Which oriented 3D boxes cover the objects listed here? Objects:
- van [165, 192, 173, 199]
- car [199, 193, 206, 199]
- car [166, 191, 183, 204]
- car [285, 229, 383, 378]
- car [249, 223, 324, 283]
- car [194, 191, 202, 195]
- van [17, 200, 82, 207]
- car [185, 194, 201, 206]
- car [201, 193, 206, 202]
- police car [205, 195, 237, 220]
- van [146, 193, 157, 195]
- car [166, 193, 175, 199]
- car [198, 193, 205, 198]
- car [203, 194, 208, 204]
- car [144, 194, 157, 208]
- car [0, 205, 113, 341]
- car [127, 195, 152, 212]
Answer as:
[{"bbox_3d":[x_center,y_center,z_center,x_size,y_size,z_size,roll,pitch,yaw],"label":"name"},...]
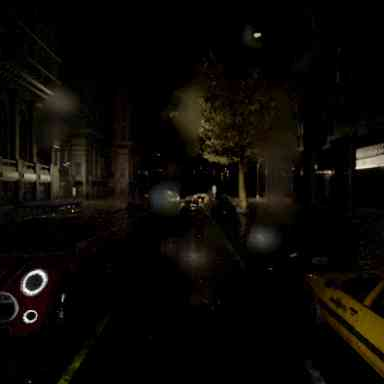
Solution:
[{"bbox_3d":[-5.779,0.856,84.144,1.690,1.788,3.998,0,0,0],"label":"van"},{"bbox_3d":[2.778,1.032,89.652,1.887,1.381,4.507,0,0,0],"label":"car"},{"bbox_3d":[-3.002,1.019,54.979,2.097,1.767,4.553,0,1,0],"label":"car"},{"bbox_3d":[2.760,1.498,4.126,1.752,1.417,4.829,0,0,0],"label":"car"},{"bbox_3d":[2.761,1.506,9.246,1.947,1.339,4.313,0,0,0],"label":"car"},{"bbox_3d":[2.253,1.110,61.358,4.902,1.511,2.128,-1,2,-30],"label":"car"},{"bbox_3d":[-5.765,1.254,13.681,1.690,1.788,3.998,0,0,0],"label":"van"},{"bbox_3d":[0.026,1.309,48.017,1.895,1.301,4.718,0,0,1],"label":"car"},{"bbox_3d":[2.767,1.212,51.729,1.752,1.417,4.829,0,0,0],"label":"car"},{"bbox_3d":[2.366,1.257,26.649,1.930,1.638,5.238,0,0,0],"label":"police car"},{"bbox_3d":[-5.765,1.060,46.160,1.690,1.788,3.998,0,0,0],"label":"van"},{"bbox_3d":[-5.777,1.032,89.670,1.887,1.381,4.507,0,0,0],"label":"car"},{"bbox_3d":[2.776,1.005,95.177,1.887,1.381,4.507,0,0,0],"label":"car"},{"bbox_3d":[2.761,1.293,40.979,1.887,1.381,4.507,0,0,0],"label":"car"},{"bbox_3d":[-5.764,1.316,40.748,1.947,1.339,4.313,0,0,0],"label":"car"},{"bbox_3d":[-3.100,1.308,6.758,2.097,1.767,4.553,0,0,0],"label":"car"},{"bbox_3d":[-5.764,1.326,35.335,1.887,1.381,4.507,0,0,0],"label":"car"}]
